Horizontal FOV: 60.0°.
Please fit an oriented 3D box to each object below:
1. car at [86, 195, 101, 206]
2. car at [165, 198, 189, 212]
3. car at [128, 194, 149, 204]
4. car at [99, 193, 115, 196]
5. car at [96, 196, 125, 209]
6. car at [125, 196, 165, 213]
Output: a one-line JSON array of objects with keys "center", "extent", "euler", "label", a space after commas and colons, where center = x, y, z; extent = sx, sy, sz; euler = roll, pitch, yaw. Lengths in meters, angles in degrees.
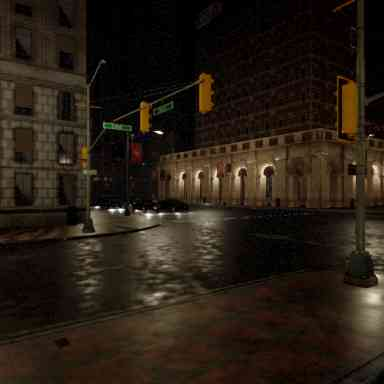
[{"center": [-16.990, 1.478, 53.987], "extent": [1.882, 1.535, 5.008], "euler": [0, 0, -35], "label": "car"}, {"center": [-2.273, 1.478, 39.231], "extent": [1.882, 1.535, 5.008], "euler": [0, 0, -36], "label": "car"}, {"center": [-9.982, 1.352, 62.357], "extent": [2.097, 1.767, 4.553], "euler": [0, 0, -35], "label": "car"}, {"center": [-14.117, 1.221, 56.016], "extent": [2.150, 2.045, 5.566], "euler": [0, 0, -35], "label": "car"}, {"center": [-11.124, 1.564, 45.597], "extent": [1.994, 1.385, 4.181], "euler": [0, 0, -35], "label": "car"}, {"center": [-5.318, 1.505, 37.467], "extent": [1.837, 1.490, 4.892], "euler": [0, 0, -36], "label": "car"}]
